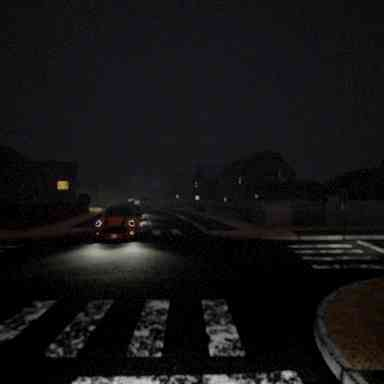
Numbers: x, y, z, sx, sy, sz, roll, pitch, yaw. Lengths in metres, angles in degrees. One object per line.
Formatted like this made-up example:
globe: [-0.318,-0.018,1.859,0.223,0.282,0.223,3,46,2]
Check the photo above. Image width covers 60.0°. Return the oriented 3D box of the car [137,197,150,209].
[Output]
car: [-8.657,1.918,57.326,2.150,2.045,5.566,0,-1,-17]

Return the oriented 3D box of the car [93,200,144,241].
car: [-3.901,1.524,17.881,2.097,1.767,4.553,0,-1,-6]

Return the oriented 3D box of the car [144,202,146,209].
car: [-5.580,1.881,31.015,2.033,1.411,5.357,0,-1,-9]

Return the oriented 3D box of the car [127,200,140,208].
car: [-11.917,2.424,67.296,1.994,1.385,4.181,0,-1,-20]

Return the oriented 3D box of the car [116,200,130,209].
car: [-12.639,2.297,60.898,1.882,1.535,5.008,0,-1,-18]
